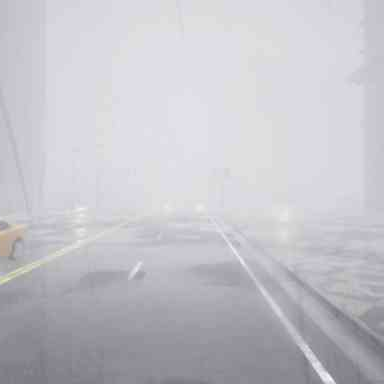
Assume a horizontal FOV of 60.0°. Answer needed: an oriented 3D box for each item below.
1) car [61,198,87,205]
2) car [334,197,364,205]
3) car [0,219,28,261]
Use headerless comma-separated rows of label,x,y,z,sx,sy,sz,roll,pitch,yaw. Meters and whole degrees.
car,-19.998,1.653,56.511,4.181,1.385,1.994,1,0,0
car,26.887,1.575,56.703,4.902,1.511,2.128,0,0,0
car,-6.599,1.481,9.429,1.882,1.535,5.008,0,0,0
